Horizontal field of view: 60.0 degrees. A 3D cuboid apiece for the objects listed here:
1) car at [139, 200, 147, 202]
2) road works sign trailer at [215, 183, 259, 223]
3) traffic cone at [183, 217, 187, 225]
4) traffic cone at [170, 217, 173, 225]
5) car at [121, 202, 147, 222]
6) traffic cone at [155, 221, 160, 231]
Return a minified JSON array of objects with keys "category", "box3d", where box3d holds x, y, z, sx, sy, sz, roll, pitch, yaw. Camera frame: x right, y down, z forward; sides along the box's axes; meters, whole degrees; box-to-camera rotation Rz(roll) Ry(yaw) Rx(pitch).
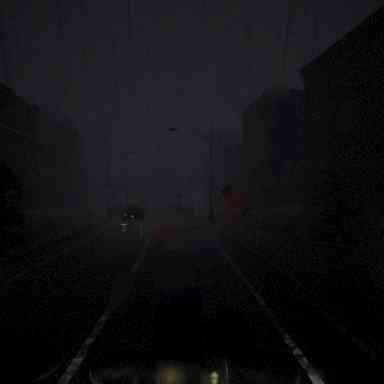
[{"category":"car","box3d":[-10.125,2.342,68.268,1.882,1.535,5.008,0,1,-7]},{"category":"road works sign trailer","box3d":[3.291,1.114,24.217,2.380,2.880,3.560,46,22,21]},{"category":"traffic cone","box3d":[-0.526,2.144,24.474,0.340,0.580,0.340,0,-1,-4]},{"category":"traffic cone","box3d":[-1.522,2.148,24.395,0.340,0.580,0.340,0,-1,-4]},{"category":"car","box3d":[-5.218,1.870,29.843,1.837,1.490,4.892,0,-2,-7]},{"category":"traffic cone","box3d":[-2.043,2.037,18.331,0.340,0.580,0.340,0,-1,-5]}]
